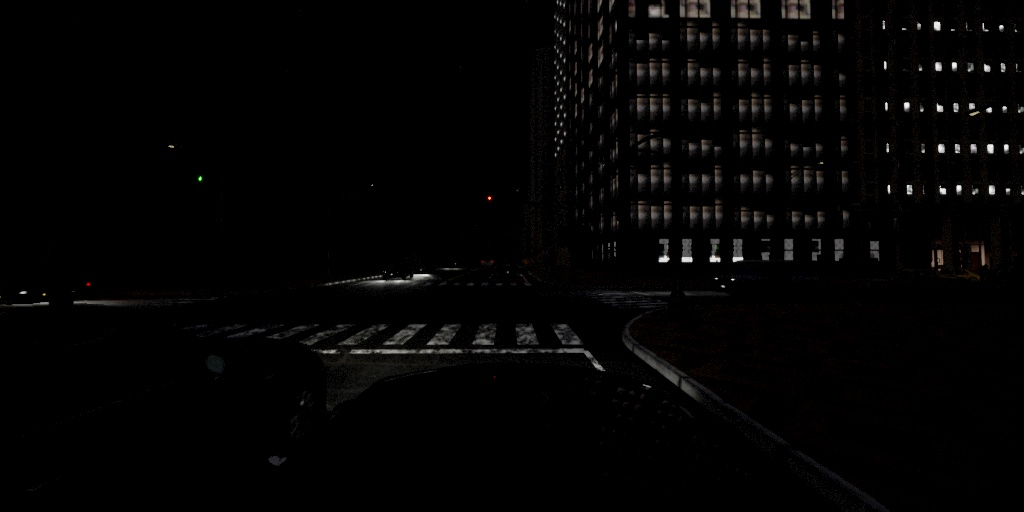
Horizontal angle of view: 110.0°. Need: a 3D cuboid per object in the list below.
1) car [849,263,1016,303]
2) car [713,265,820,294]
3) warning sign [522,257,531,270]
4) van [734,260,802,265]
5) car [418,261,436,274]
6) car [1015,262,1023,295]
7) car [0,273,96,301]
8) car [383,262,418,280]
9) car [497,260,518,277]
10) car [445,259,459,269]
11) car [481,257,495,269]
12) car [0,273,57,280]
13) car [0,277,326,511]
[{"bbox_3d":[16.141,1.075,14.077,4.829,1.417,1.751,0,0,-2],"label":"car"},{"bbox_3d":[13.626,1.318,19.442,4.718,1.301,1.895,0,-2,-2],"label":"car"},{"bbox_3d":[2.083,1.001,50.817,1.300,1.860,1.060,0,0,-1],"label":"warning sign"},{"bbox_3d":[15.633,1.123,22.088,3.998,1.789,1.690,0,0,-2],"label":"van"},{"bbox_3d":[-10.505,1.342,43.683,2.128,1.511,4.902,0,0,-1],"label":"car"},{"bbox_3d":[21.553,0.961,14.229,4.097,1.591,1.967,0,0,-2],"label":"car"},{"bbox_3d":[-24.608,1.526,18.183,4.718,1.301,1.895,0,-2,-2],"label":"car"},{"bbox_3d":[-10.346,1.319,32.905,1.837,1.490,4.892,0,0,-3],"label":"car"},{"bbox_3d":[-0.439,1.351,36.458,1.812,1.442,4.674,0,0,-1],"label":"car"},{"bbox_3d":[-10.772,1.318,64.499,2.097,1.767,4.553,0,0,0],"label":"car"},{"bbox_3d":[-4.199,1.173,62.257,2.150,2.045,5.566,0,0,-1],"label":"car"},{"bbox_3d":[-22.873,1.394,15.278,4.181,1.385,1.994,0,-2,-2],"label":"car"},{"bbox_3d":[-3.146,1.103,2.253,2.097,1.767,4.553,0,0,-1],"label":"car"}]
